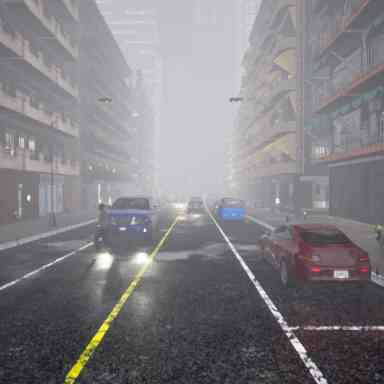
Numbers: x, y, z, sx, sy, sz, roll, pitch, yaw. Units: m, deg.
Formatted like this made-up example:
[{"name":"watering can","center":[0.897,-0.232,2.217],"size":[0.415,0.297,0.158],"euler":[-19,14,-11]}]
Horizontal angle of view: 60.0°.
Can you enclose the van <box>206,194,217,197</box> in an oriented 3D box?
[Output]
[{"name":"van","center":[3.205,1.333,53.143],"size":[1.690,1.788,3.998],"euler":[-1,0,1]}]

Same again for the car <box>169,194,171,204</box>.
[{"name":"car","center":[-5.061,1.432,64.459],"size":[1.967,1.590,4.097],"euler":[-1,0,1]}]

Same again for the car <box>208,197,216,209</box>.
[{"name":"car","center":[3.040,1.538,36.338],"size":[1.887,1.381,4.507],"euler":[-1,0,1]}]

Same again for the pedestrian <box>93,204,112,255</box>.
[{"name":"pedestrian","center":[-3.149,1.293,11.695],"size":[0.375,1.860,0.375],"euler":[-1,1,-2]}]

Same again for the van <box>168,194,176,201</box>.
[{"name":"van","center":[-4.895,1.334,81.264],"size":[1.690,1.788,3.998],"euler":[-1,0,1]}]

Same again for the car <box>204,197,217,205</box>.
[{"name":"car","center":[3.264,1.543,58.746],"size":[2.008,1.369,4.403],"euler":[-1,0,1]}]

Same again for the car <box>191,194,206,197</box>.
[{"name":"car","center":[0.535,1.344,47.922],"size":[2.097,1.767,4.553],"euler":[0,0,1]}]

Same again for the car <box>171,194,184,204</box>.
[{"name":"car","center":[-2.407,1.484,64.016],"size":[2.128,1.511,4.902],"euler":[0,0,1]}]

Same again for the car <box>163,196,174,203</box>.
[{"name":"car","center":[-5.003,1.558,70.060],"size":[1.947,1.339,4.313],"euler":[-1,0,1]}]

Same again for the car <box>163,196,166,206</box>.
[{"name":"car","center":[-5.228,1.537,47.654],"size":[1.887,1.381,4.507],"euler":[-1,0,1]}]

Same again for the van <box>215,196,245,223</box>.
[{"name":"van","center":[2.926,1.336,25.135],"size":[1.690,1.788,3.998],"euler":[-1,0,1]}]

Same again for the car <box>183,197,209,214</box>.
[{"name":"car","center":[0.437,1.541,35.122],"size":[2.033,1.411,5.357],"euler":[0,0,1]}]

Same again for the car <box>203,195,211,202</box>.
[{"name":"car","center":[3.433,1.518,75.720],"size":[1.752,1.417,4.829],"euler":[-1,0,1]}]

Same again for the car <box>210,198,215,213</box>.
[{"name":"car","center":[2.985,1.545,30.736],"size":[2.008,1.369,4.403],"euler":[-1,0,1]}]

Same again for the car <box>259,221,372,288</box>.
[{"name":"car","center":[3.089,1.524,9.136],"size":[1.812,1.442,4.674],"euler":[0,0,1]}]

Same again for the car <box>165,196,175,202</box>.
[{"name":"car","center":[-4.948,1.544,75.663],"size":[2.008,1.369,4.403],"euler":[-1,0,1]}]

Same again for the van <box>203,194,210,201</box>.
[{"name":"van","center":[3.485,1.334,81.152],"size":[1.690,1.788,3.998],"euler":[-1,0,1]}]

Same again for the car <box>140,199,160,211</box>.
[{"name":"car","center":[-5.283,1.558,42.052],"size":[1.947,1.339,4.313],"euler":[-1,0,1]}]

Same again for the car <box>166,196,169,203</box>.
[{"name":"car","center":[-5.171,1.574,53.256],"size":[1.802,1.307,4.206],"euler":[-1,0,1]}]

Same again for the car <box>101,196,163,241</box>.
[{"name":"car","center":[-2.940,1.218,16.921],"size":[2.150,2.045,5.566],"euler":[0,0,0]}]
